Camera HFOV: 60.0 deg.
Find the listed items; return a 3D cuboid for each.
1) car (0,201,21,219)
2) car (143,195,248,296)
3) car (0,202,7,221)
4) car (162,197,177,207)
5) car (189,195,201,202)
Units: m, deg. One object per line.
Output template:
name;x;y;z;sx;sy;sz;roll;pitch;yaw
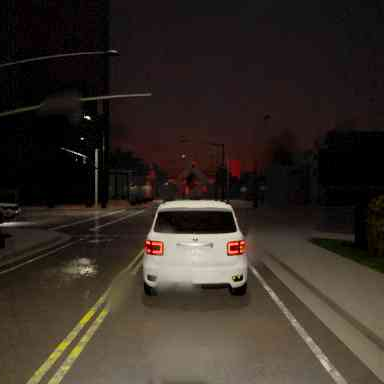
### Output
car;-17.298;1.339;27.558;5.566;2.045;2.150;-1;0;0
car;0.080;1.221;8.818;2.150;2.045;5.566;0;0;0
car;-16.219;1.667;24.062;4.181;1.385;1.994;-1;0;0
car;-3.530;1.564;52.961;1.994;1.385;4.181;0;0;0
car;0.839;1.465;78.688;1.882;1.535;5.008;0;0;12
